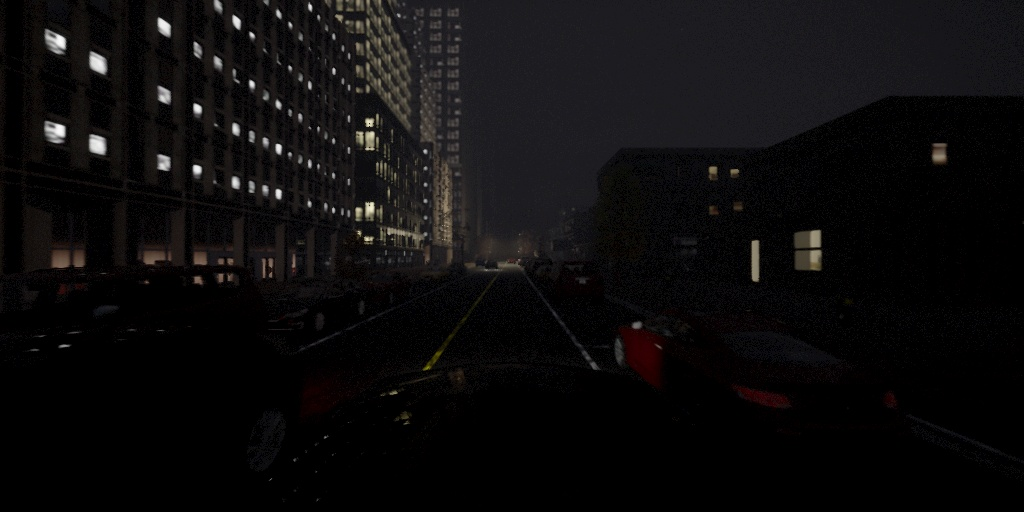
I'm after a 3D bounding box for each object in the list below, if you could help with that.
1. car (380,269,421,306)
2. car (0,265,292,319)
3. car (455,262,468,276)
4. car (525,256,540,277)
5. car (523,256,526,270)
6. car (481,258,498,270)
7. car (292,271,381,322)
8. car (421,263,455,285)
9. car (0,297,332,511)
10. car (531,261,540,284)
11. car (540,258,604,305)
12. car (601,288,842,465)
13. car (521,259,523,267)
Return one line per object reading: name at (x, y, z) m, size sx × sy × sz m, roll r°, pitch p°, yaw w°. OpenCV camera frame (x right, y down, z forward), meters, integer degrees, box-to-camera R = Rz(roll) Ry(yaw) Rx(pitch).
car at (-5.714, 1.309, 15.978) m, size 1.888 × 1.381 × 4.507 m, roll 0°, pitch 0°, yaw 0°
car at (-5.693, 1.069, 4.904) m, size 2.192 × 1.841 × 5.009 m, roll 0°, pitch 0°, yaw 0°
car at (-5.756, 1.357, 38.126) m, size 1.948 × 1.339 × 4.313 m, roll 0°, pitch 0°, yaw 0°
car at (2.635, 1.095, 32.604) m, size 2.192 × 1.841 × 5.009 m, roll 0°, pitch 0°, yaw 0°
car at (2.624, 1.103, 38.140) m, size 2.192 × 1.841 × 5.009 m, roll 0°, pitch 0°, yaw 0°
car at (-3.155, 1.362, 55.778) m, size 2.033 × 1.411 × 5.357 m, roll 0°, pitch 0°, yaw 1°
car at (-5.703, 1.310, 10.442) m, size 2.007 × 1.370 × 4.403 m, roll 0°, pitch 0°, yaw 0°
car at (-5.735, 1.302, 26.883) m, size 1.751 × 1.417 × 4.829 m, roll 0°, pitch 0°, yaw 0°
car at (-3.097, 1.257, 1.848) m, size 1.837 × 1.490 × 4.892 m, roll 0°, pitch 0°, yaw 0°
car at (2.645, 1.299, 27.236) m, size 1.751 × 1.417 × 4.829 m, roll 0°, pitch 0°, yaw 0°
car at (2.667, 1.076, 15.992) m, size 2.192 × 1.841 × 5.009 m, roll 0°, pitch 0°, yaw 0°
car at (2.688, 1.333, 4.918) m, size 1.802 × 1.307 × 4.207 m, roll 0°, pitch 0°, yaw 0°
car at (2.602, 1.369, 49.214) m, size 1.948 × 1.339 × 4.313 m, roll 0°, pitch 0°, yaw 0°
